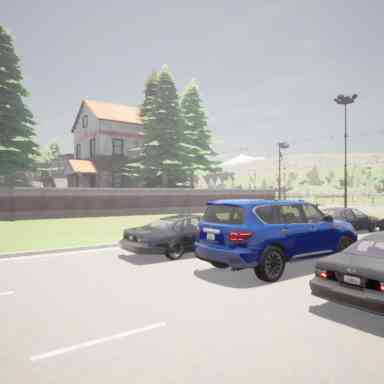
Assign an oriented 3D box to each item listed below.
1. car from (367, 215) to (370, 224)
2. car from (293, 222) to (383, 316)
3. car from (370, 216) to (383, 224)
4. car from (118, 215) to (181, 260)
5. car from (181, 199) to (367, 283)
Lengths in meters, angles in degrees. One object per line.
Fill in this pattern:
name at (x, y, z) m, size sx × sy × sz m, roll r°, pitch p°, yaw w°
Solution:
car at (8.233, 1.547, 18.224) m, size 5.357 × 1.411 × 2.033 m, roll 0°, pitch 0°, yaw -36°
car at (4.765, 1.547, 7.152) m, size 5.357 × 1.411 × 2.033 m, roll 0°, pitch 0°, yaw -36°
car at (10.671, 1.505, 15.665) m, size 4.892 × 1.490 × 1.837 m, roll 0°, pitch 0°, yaw -35°
car at (0.039, 1.547, 12.377) m, size 5.357 × 1.411 × 2.033 m, roll 0°, pitch 0°, yaw -35°
car at (2.660, 1.221, 9.952) m, size 5.566 × 2.045 × 2.150 m, roll 0°, pitch 0°, yaw -35°
